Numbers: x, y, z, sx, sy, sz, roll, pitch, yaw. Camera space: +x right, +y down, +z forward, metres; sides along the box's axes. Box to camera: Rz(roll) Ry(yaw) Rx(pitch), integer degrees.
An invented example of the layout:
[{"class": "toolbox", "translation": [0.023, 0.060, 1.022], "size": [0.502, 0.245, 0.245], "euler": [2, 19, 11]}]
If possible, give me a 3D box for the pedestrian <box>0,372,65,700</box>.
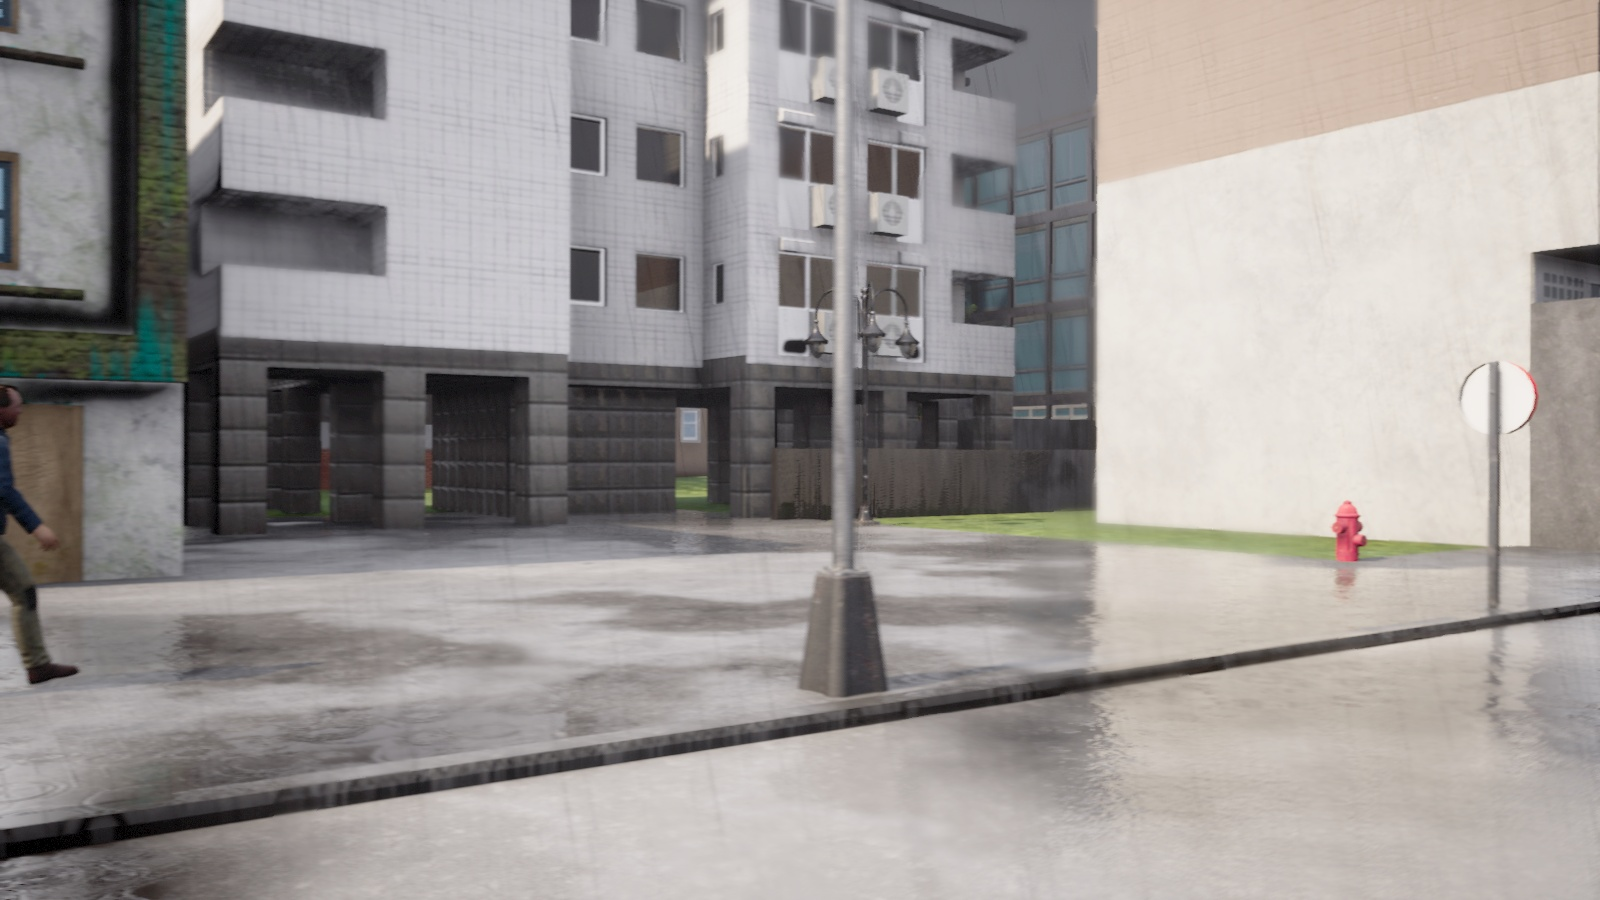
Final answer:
[{"class": "pedestrian", "translation": [-4.658, 0.482, 7.173], "size": [0.726, 1.842, 0.402], "euler": [0, 0, -43]}]
